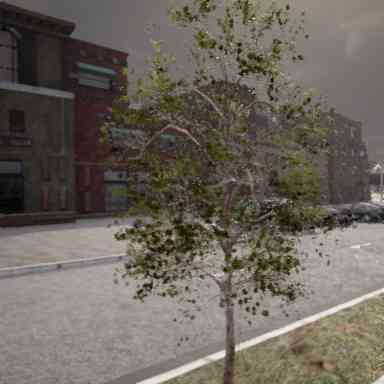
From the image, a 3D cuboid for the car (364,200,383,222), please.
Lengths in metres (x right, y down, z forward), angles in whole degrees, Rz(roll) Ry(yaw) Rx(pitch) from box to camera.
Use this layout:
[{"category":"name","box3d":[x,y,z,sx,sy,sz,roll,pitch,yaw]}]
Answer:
[{"category":"car","box3d":[13.446,1.634,27.630,2.231,1.521,4.892,1,-1,-42]}]

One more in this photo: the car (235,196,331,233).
[{"category":"car","box3d":[5.082,1.261,20.407,2.435,2.045,5.566,0,-1,-39]}]

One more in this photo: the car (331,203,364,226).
[{"category":"car","box3d":[9.266,1.593,23.921,2.163,1.488,4.792,1,-1,-40]}]
